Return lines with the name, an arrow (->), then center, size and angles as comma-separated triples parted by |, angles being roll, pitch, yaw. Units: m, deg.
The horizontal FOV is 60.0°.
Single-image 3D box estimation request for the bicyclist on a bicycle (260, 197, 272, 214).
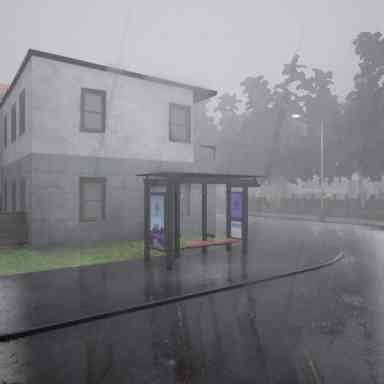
bicyclist on a bicycle -> 7.200, 1.349, 32.448 | 1.656, 1.620, 0.582 | 0, 0, -35
